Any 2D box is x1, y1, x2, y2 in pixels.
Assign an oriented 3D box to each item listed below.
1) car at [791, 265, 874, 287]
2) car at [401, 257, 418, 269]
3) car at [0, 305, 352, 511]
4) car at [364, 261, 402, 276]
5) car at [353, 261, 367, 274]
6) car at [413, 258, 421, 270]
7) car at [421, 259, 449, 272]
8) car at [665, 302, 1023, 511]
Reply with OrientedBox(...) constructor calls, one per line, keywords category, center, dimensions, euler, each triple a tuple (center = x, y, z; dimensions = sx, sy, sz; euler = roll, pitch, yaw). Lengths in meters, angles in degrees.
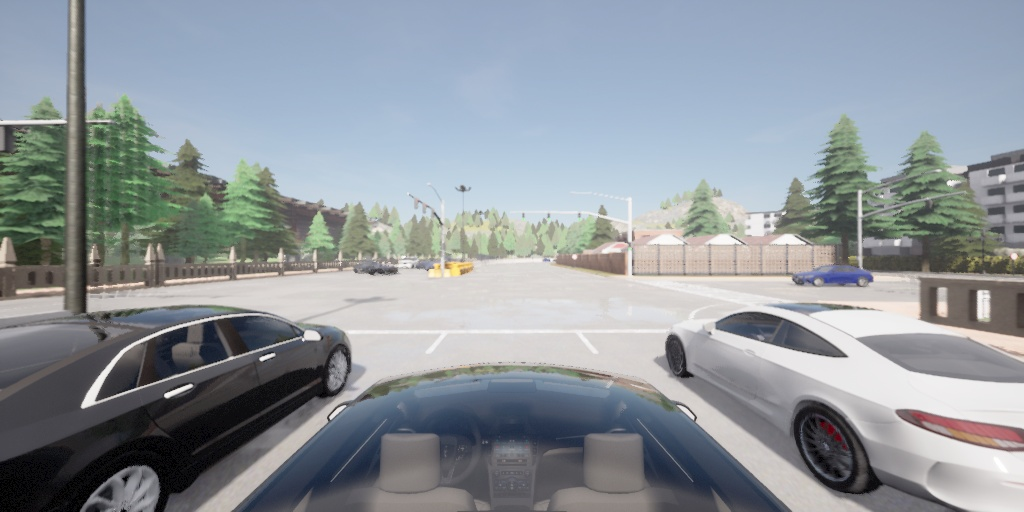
OrientedBox(category="car", center=(21.883, 1.351, 24.561), dimensions=(4.674, 1.442, 1.812), euler=(0, 0, 2))
OrientedBox(category="car", center=(-17.515, 1.156, 61.454), dimensions=(2.150, 2.045, 5.566), euler=(0, 0, 0))
OrientedBox(category="car", center=(-3.401, 1.262, 3.673), dimensions=(1.837, 1.490, 4.892), euler=(0, 0, 0))
OrientedBox(category="car", center=(-13.994, 1.469, 39.187), dimensions=(1.895, 1.301, 4.718), euler=(0, 0, 0))
OrientedBox(category="car", center=(-17.595, 1.385, 43.728), dimensions=(1.837, 1.490, 4.892), euler=(0, 0, 0))
OrientedBox(category="car", center=(-14.040, 1.487, 58.026), dimensions=(1.994, 1.385, 4.181), euler=(0, 0, 1))
OrientedBox(category="car", center=(-10.585, 1.446, 49.625), dimensions=(2.033, 1.411, 5.357), euler=(0, 0, 0))
OrientedBox(category="car", center=(3.602, 1.290, 4.397), dimensions=(1.812, 1.442, 4.674), euler=(0, 0, 0))
